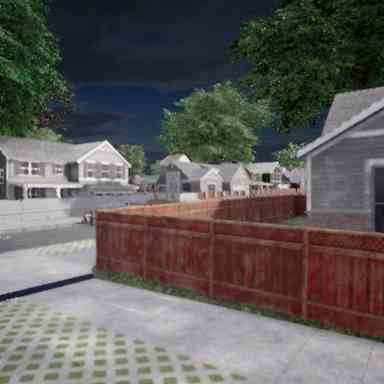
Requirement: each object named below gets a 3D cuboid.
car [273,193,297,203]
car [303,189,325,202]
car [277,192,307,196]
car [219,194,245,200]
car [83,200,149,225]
[{"bbox_3d":[13.249,0.823,47.392,1.994,1.385,4.181,0,1,35],"label":"car"},{"bbox_3d":[18.348,0.491,49.887,2.097,1.767,4.553,0,1,35],"label":"car"},{"bbox_3d":[12.728,0.882,41.761,1.994,1.385,4.181,0,1,36],"label":"car"},{"bbox_3d":[4.067,1.003,34.419,1.882,1.535,5.008,0,1,35],"label":"car"},{"bbox_3d":[-4.807,1.294,21.738,2.128,1.511,4.902,0,1,35],"label":"car"}]
